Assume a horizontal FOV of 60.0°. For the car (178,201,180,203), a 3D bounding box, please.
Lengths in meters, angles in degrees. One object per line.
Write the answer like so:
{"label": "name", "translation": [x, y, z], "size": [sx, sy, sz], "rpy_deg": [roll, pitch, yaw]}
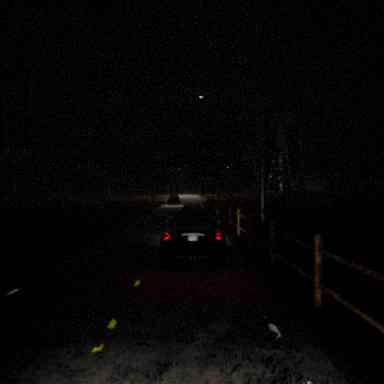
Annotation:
{"label": "car", "translation": [0.029, 1.646, 27.313], "size": [1.994, 1.385, 4.181], "rpy_deg": [0, 1, 0]}

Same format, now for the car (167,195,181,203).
{"label": "car", "translation": [-2.839, 1.212, 52.706], "size": [1.882, 1.535, 5.008], "rpy_deg": [0, 1, 0]}

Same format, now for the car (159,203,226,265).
{"label": "car", "translation": [0.036, 1.438, 12.181], "size": [2.097, 1.767, 4.553], "rpy_deg": [0, 0, 0]}
